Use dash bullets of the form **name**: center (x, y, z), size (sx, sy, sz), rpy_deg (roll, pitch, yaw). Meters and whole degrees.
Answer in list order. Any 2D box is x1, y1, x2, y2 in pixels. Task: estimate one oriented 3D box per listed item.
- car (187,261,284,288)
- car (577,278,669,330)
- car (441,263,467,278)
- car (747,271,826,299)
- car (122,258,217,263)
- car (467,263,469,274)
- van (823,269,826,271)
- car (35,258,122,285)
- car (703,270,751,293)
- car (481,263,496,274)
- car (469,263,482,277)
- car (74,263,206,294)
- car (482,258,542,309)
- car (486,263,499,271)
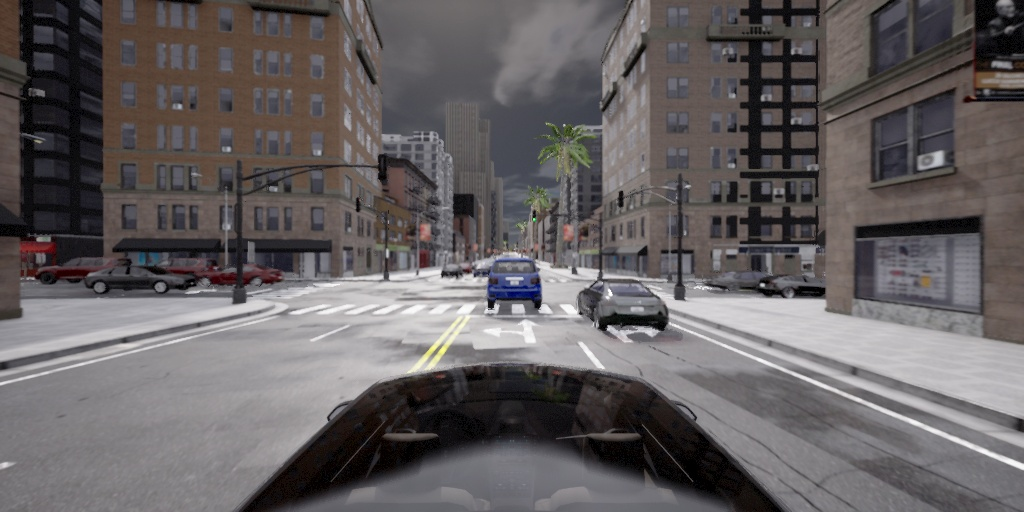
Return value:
- **car**: center (-18.189, 1.288, 24.046), size (5.008, 1.535, 1.882), rpy_deg (1, 0, -8)
- **car**: center (3.346, 1.407, 11.557), size (1.994, 1.385, 4.181), rpy_deg (0, 0, 0)
- **car**: center (-6.594, 1.585, 39.754), size (1.882, 1.535, 5.008), rpy_deg (0, -1, 0)
- **car**: center (16.207, 1.691, 20.223), size (4.313, 1.339, 1.948), rpy_deg (0, 0, 0)
- **car**: center (-23.896, 1.065, 25.721), size (5.009, 1.841, 2.192), rpy_deg (0, 0, -9)
- **car**: center (-6.564, 1.674, 49.269), size (1.882, 1.535, 5.008), rpy_deg (0, -1, 0)
- **van**: center (27.247, 1.511, 28.687), size (3.998, 1.789, 1.690), rpy_deg (0, 0, 0)
- **car**: center (-29.342, 1.015, 24.899), size (5.009, 1.841, 2.192), rpy_deg (0, 0, -9)
- **car**: center (15.616, 1.653, 23.441), size (5.357, 1.411, 2.033), rpy_deg (0, 0, 10)
- **car**: center (-3.310, 1.735, 50.775), size (1.812, 1.442, 4.674), rpy_deg (0, -1, 1)
- **car**: center (-3.345, 1.670, 41.304), size (2.033, 1.411, 5.357), rpy_deg (0, -1, 0)
- **car**: center (-20.870, 1.302, 20.341), size (4.892, 1.490, 1.837), rpy_deg (1, 0, -9)
- **car**: center (0.091, 1.110, 15.839), size (2.150, 2.045, 5.566), rpy_deg (0, -1, 0)
- **car**: center (-3.252, 1.848, 61.288), size (2.033, 1.411, 5.357), rpy_deg (0, 0, 0)
